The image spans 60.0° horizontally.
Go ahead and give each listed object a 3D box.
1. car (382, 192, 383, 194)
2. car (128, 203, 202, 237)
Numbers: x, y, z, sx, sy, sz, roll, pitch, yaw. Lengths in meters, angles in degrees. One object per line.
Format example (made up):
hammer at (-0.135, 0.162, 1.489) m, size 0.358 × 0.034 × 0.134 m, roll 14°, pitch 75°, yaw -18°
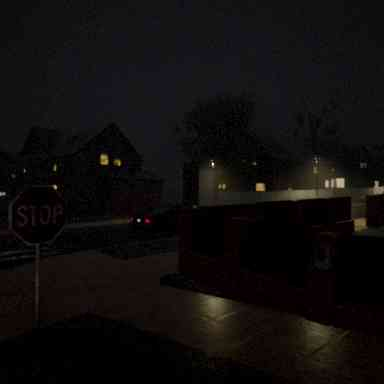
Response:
car at (22.191, 0.399, 35.981) m, size 4.553 × 1.767 × 2.097 m, roll -2°, pitch 2°, yaw -41°
car at (-0.425, 1.236, 16.142) m, size 5.357 × 1.411 × 2.033 m, roll -2°, pitch 2°, yaw -41°
